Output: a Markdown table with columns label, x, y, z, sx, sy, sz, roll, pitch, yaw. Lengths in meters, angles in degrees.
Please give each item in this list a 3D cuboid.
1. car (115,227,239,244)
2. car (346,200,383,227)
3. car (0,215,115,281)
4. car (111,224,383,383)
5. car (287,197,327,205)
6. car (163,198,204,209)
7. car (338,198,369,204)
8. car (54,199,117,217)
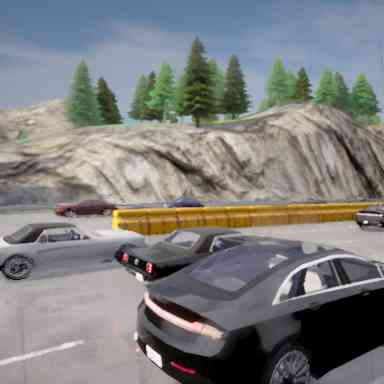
| label | x | y | z | sx | sy | sz | roll | pitch | yaw |
| --- | --- | --- | --- | --- | --- | --- | --- | --- | --- |
| car | 0.709 | 1.558 | 8.449 | 4.718 | 1.301 | 1.895 | 0 | 0 | -34 |
| car | 11.431 | 1.418 | 19.058 | 4.902 | 1.511 | 2.128 | 0 | 0 | -30 |
| car | -3.680 | 1.541 | 9.684 | 4.718 | 1.301 | 1.895 | 0 | 0 | -35 |
| car | 1.607 | 1.469 | 4.798 | 4.902 | 1.511 | 2.128 | 0 | 0 | -35 |
| car | 12.412 | 1.334 | 35.925 | 4.902 | 1.511 | 2.128 | 0 | 0 | -29 |
| car | -0.919 | 1.336 | 36.437 | 4.674 | 1.442 | 1.812 | 0 | 0 | -30 |
| car | 16.925 | 1.368 | 34.428 | 4.892 | 1.490 | 1.837 | 1 | 0 | -29 |
| car | -8.734 | 1.315 | 27.601 | 5.008 | 1.535 | 1.882 | 0 | 0 | -33 |
